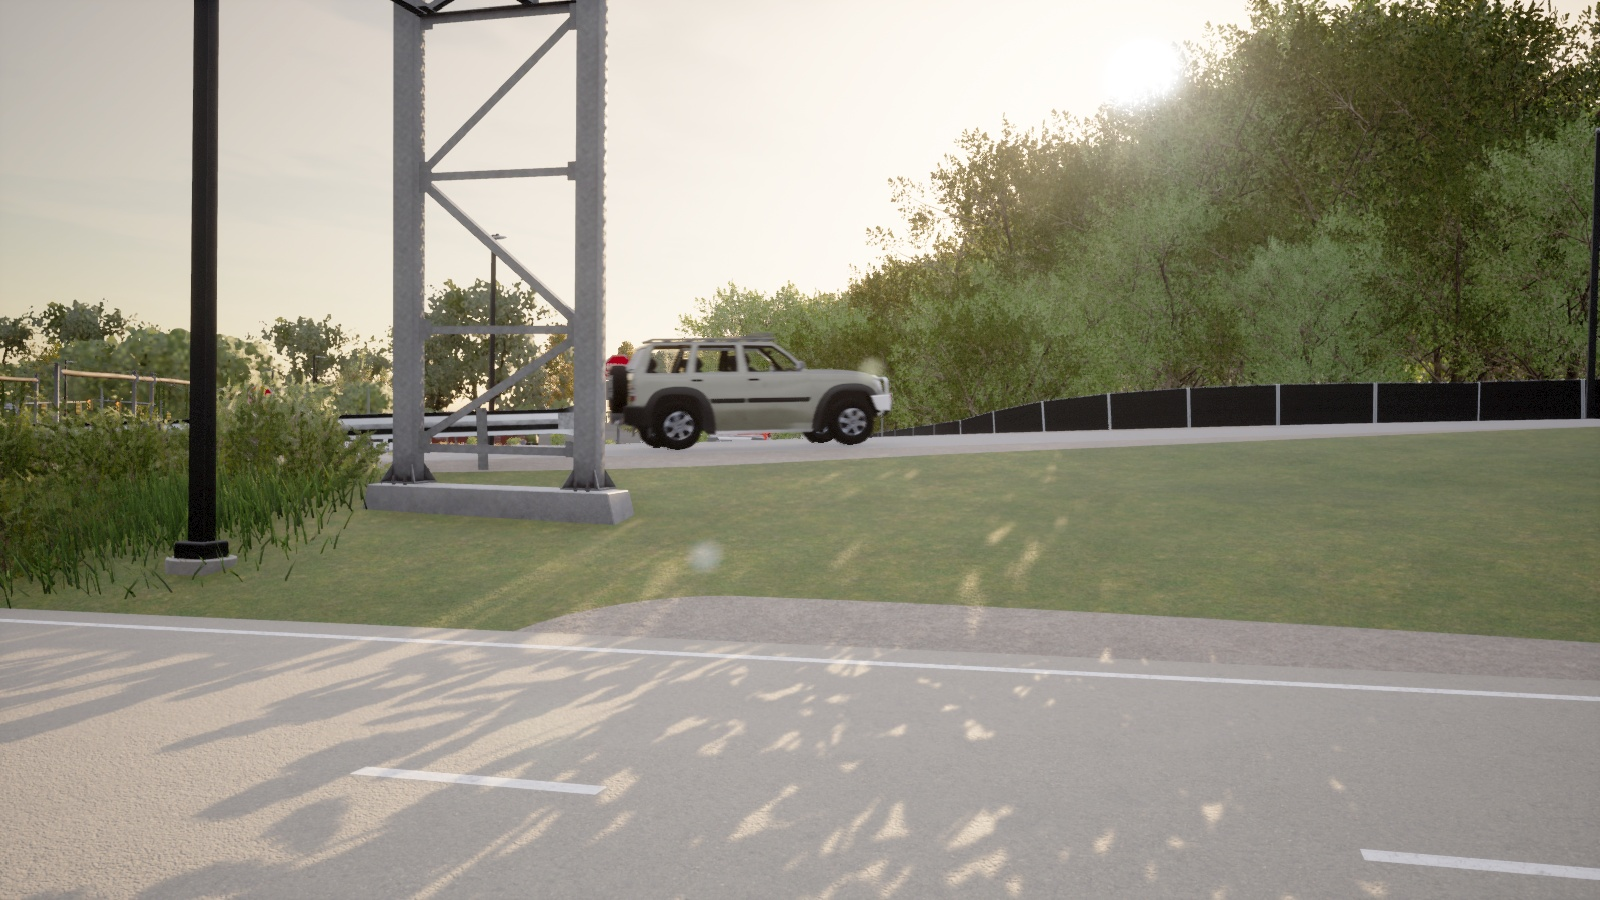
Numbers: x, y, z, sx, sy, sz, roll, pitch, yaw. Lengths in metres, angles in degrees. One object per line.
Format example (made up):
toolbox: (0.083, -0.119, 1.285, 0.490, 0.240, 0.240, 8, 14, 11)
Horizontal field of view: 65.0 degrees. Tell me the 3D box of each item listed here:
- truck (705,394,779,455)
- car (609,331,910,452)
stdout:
truck: (-2.528, -1.087, 56.315, 2.627, 2.467, 5.204, 1, -1, 5)
car: (-0.702, -0.970, 20.765, 4.605, 1.855, 1.932, -1, 2, -16)
